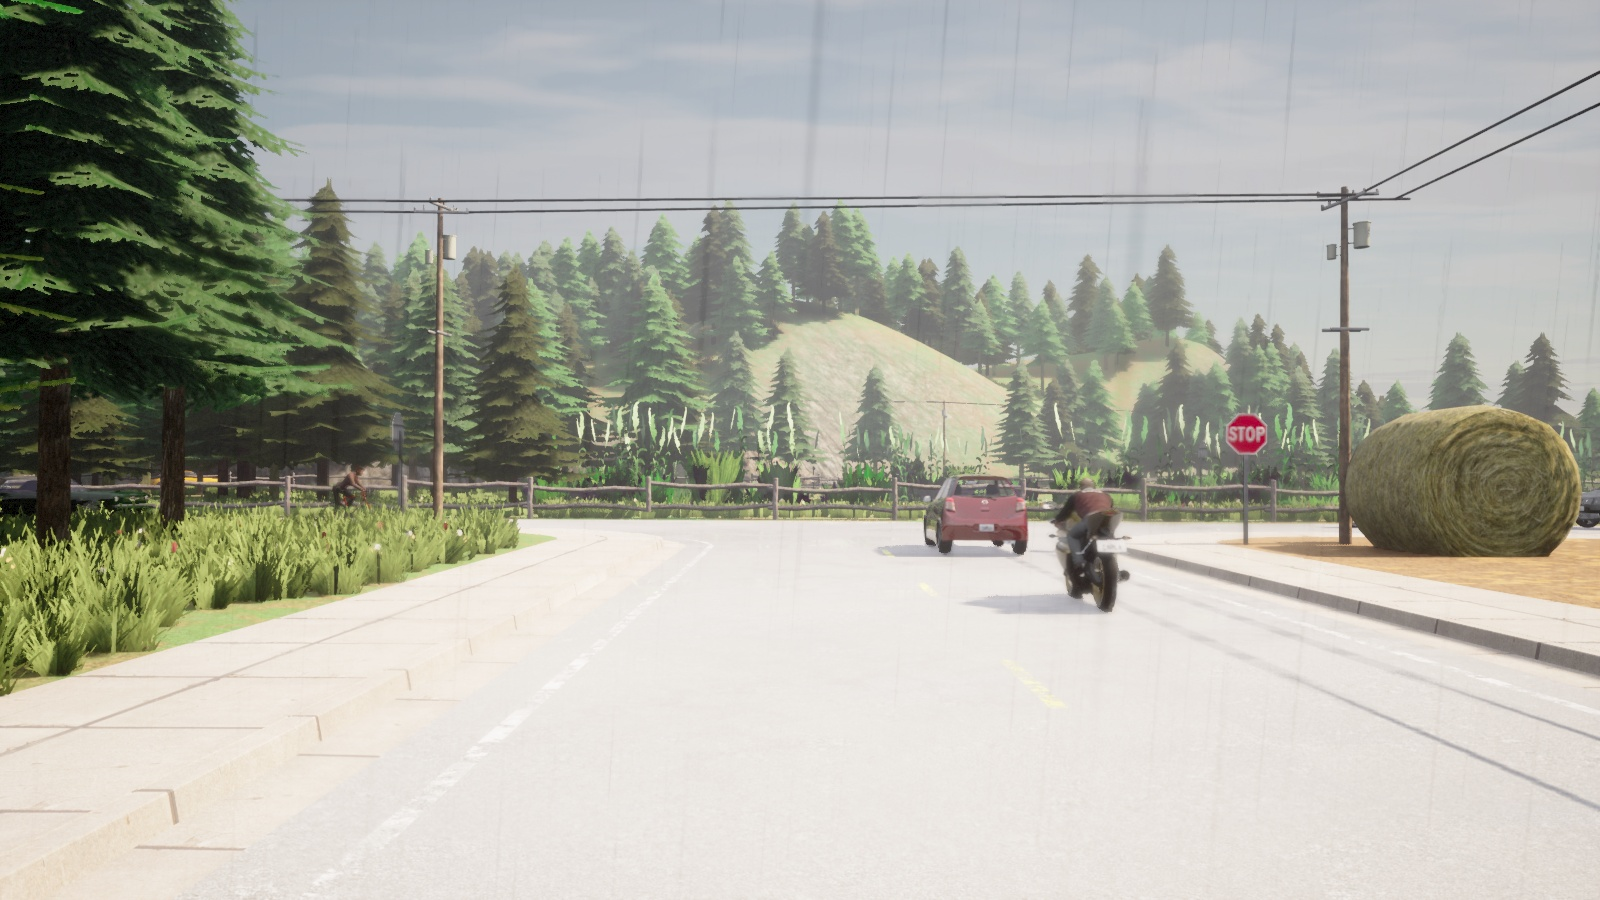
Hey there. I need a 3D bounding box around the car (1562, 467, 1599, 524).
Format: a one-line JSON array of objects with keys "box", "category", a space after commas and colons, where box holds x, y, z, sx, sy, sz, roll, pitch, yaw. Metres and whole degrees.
[{"box": [23.569, 1.248, 34.871, 3.705, 1.549, 1.789, 0, -1, 3], "category": "car"}]

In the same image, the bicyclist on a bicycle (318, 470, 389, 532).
[{"box": [-11.723, 1.332, 32.986, 1.656, 1.620, 0.582, 0, -1, 3], "category": "bicyclist on a bicycle"}]

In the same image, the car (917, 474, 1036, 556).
[{"box": [3.432, 1.234, 25.012, 1.845, 1.501, 3.633, 0, -1, 0], "category": "car"}]

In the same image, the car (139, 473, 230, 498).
[{"box": [-40.629, 2.306, 83.000, 5.366, 1.575, 1.801, 0, -1, -25], "category": "car"}]

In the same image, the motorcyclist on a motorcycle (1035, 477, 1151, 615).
[{"box": [3.459, 1.088, 15.045, 0.866, 1.530, 2.191, 0, -1, 0], "category": "motorcyclist on a motorcycle"}]

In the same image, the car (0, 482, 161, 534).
[{"box": [-19.802, 1.518, 33.332, 4.718, 1.301, 1.895, 0, -1, 2], "category": "car"}]
